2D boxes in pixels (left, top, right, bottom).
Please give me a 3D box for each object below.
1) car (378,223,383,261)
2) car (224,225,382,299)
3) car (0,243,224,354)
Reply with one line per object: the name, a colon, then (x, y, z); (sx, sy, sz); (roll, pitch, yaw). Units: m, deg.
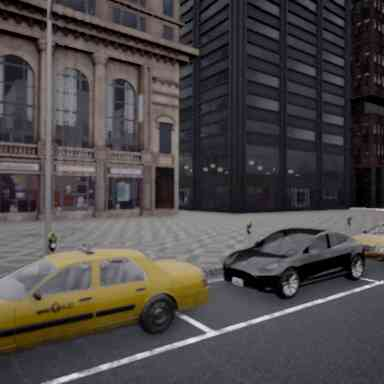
car: (7.248, 1.642, 11.804); (4.829, 1.417, 1.752); (1, -1, -35)
car: (2.790, 1.631, 8.632); (4.313, 1.339, 1.947); (1, -1, -35)
car: (-1.943, 1.537, 5.263); (4.829, 1.417, 1.752); (1, -1, -35)
